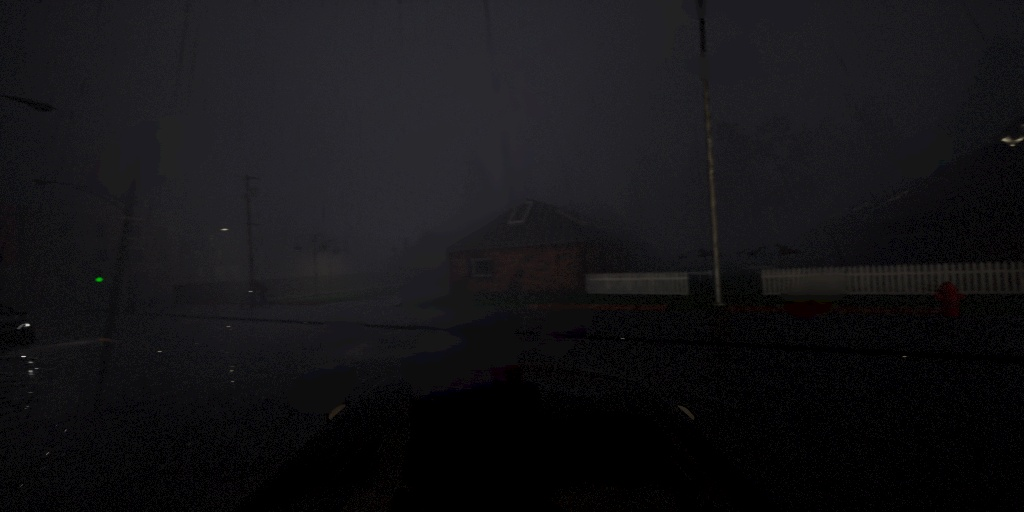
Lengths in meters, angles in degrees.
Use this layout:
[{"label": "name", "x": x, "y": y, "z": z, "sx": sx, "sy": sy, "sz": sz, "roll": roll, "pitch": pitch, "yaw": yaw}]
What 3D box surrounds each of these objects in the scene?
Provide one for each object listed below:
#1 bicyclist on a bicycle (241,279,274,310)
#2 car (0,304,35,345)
[{"label": "bicyclist on a bicycle", "x": -13.752, "y": 2.072, "z": 19.385, "sx": 0.582, "sy": 1.620, "sz": 1.656, "roll": -4, "pitch": 0, "yaw": 28}, {"label": "car", "x": -18.487, "y": 2.426, "z": 12.399, "sx": 4.674, "sy": 1.442, "sz": 1.812, "roll": -4, "pitch": -1, "yaw": 28}]
